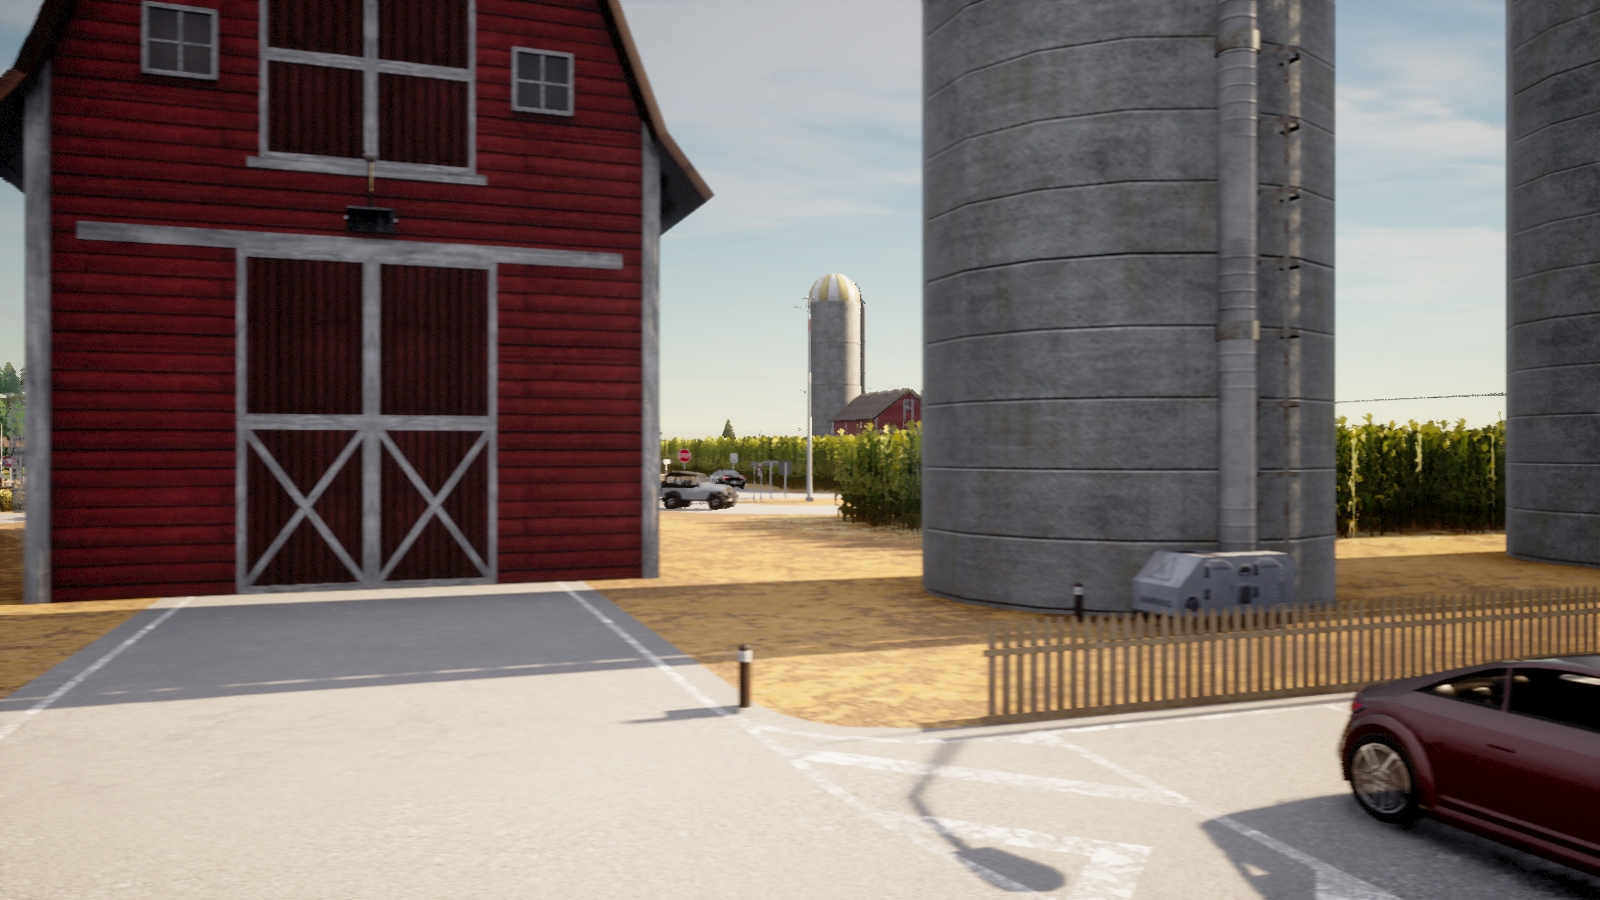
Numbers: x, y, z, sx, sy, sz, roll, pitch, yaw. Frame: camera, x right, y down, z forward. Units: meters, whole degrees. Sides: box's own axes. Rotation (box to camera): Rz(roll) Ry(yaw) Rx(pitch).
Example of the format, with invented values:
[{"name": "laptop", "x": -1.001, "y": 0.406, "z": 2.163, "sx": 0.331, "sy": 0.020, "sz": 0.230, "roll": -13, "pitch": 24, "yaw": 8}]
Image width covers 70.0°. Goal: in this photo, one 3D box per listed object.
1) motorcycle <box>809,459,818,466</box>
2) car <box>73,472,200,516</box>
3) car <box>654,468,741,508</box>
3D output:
[{"name": "motorcycle", "x": 2.295, "y": 2.154, "z": 198.735, "sx": 0.764, "sy": 1.307, "sz": 2.356, "roll": 0, "pitch": 0, "yaw": -21}, {"name": "car", "x": -29.102, "y": 1.905, "z": 50.273, "sx": 4.553, "sy": 1.767, "sz": 2.097, "roll": 0, "pitch": 0, "yaw": -20}, {"name": "car", "x": -5.065, "y": 1.857, "z": 56.483, "sx": 3.866, "sy": 1.878, "sz": 1.905, "roll": 0, "pitch": 0, "yaw": 15}]
